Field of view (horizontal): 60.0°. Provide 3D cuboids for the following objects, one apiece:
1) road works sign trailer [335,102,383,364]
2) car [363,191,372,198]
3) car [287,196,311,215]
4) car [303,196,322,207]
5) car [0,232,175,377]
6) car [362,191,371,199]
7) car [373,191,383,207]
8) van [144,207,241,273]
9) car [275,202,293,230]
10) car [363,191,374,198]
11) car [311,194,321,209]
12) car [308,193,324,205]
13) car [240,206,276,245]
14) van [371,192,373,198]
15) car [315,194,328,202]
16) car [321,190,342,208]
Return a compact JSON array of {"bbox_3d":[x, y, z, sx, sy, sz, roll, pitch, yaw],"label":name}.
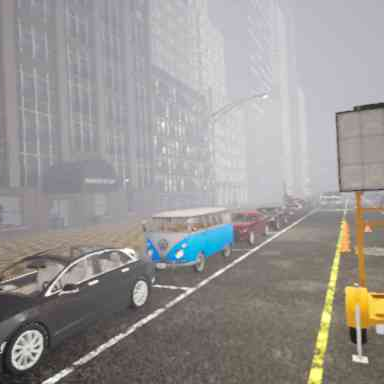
[{"bbox_3d":[3.599,0.351,5.153,2.380,3.560,2.880,-3,-1,25],"label":"road works sign trailer"},{"bbox_3d":[40.765,0.502,77.310,1.752,1.417,4.829,-3,-1,25],"label":"car"},{"bbox_3d":[9.500,1.309,30.824,1.967,1.590,4.097,-3,-1,25],"label":"car"},{"bbox_3d":[16.592,1.258,45.798,2.008,1.369,4.403,-3,-1,25],"label":"car"},{"bbox_3d":[-2.305,1.708,5.863,2.008,1.369,4.403,-3,-1,25],"label":"car"},{"bbox_3d":[35.971,0.642,67.172,1.947,1.339,4.313,-3,-1,25],"label":"car"},{"bbox_3d":[21.796,0.936,37.220,1.887,1.381,4.507,-3,-1,25],"label":"car"},{"bbox_3d":[0.047,1.439,10.856,1.690,1.788,3.998,-3,-1,25],"label":"van"},{"bbox_3d":[4.782,1.548,20.838,1.947,1.339,4.313,-3,-1,25],"label":"car"},{"bbox_3d":[38.403,0.550,72.317,1.752,1.417,4.829,-3,-1,25],"label":"car"},{"bbox_3d":[14.229,1.311,40.805,2.008,1.369,4.403,-3,-1,25],"label":"car"},{"bbox_3d":[18.949,1.094,50.791,1.967,1.590,4.097,-3,-1,25],"label":"car"},{"bbox_3d":[2.419,1.584,15.846,1.887,1.381,4.507,-3,-1,25],"label":"car"},{"bbox_3d":[24.148,0.679,42.214,1.690,1.788,3.998,-3,-1,25],"label":"van"},{"bbox_3d":[23.679,1.113,60.773,1.947,1.339,4.313,-3,-1,25],"label":"car"},{"bbox_3d":[17.280,0.853,41.122,2.150,2.045,5.566,-3,-1,26],"label":"car"}]
